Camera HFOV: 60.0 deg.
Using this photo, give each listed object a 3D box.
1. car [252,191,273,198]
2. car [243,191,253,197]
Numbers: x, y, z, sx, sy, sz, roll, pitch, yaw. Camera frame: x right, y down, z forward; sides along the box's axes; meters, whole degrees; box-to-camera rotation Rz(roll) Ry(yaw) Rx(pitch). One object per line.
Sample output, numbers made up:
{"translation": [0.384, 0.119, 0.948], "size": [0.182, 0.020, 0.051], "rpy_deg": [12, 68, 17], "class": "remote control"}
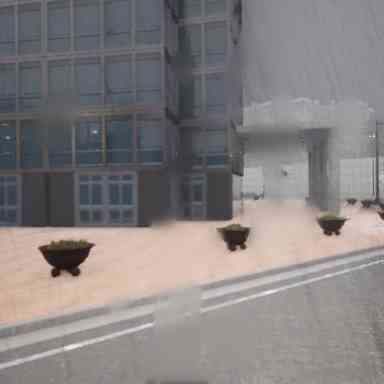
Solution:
{"translation": [18.101, 0.792, 83.247], "size": [1.837, 1.490, 4.892], "rpy_deg": [-1, 0, -34], "class": "car"}
{"translation": [16.036, 0.613, 92.430], "size": [2.097, 1.767, 4.553], "rpy_deg": [-1, 0, -34], "class": "car"}
